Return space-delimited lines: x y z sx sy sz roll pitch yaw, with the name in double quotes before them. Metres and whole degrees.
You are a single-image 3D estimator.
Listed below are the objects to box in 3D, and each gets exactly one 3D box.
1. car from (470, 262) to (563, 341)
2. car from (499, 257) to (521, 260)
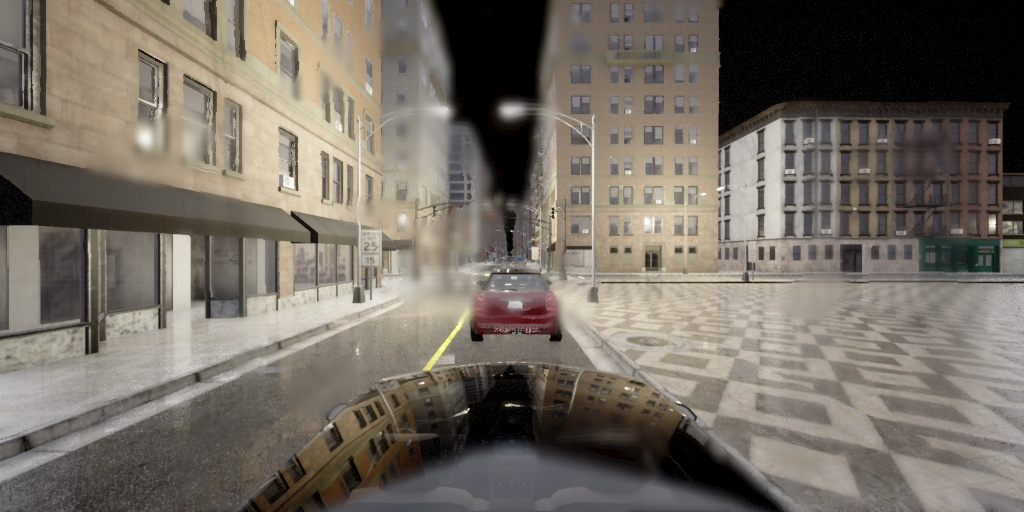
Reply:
"car" 0.102 1.102 9.977 2.097 1.767 4.553 0 0 0
"car" 0.050 1.101 19.793 2.097 1.767 4.553 0 0 -1
